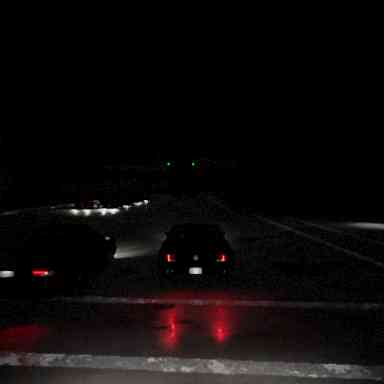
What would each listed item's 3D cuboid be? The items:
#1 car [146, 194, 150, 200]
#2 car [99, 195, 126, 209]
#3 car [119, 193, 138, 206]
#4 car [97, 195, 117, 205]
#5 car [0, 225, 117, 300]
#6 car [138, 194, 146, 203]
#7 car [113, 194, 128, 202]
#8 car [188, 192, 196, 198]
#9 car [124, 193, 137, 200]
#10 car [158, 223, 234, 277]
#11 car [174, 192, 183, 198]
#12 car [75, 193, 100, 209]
[{"bbox_3d":[-10.494,1.073,73.328,1.812,1.442,4.674,0,1,0],"label":"car"},{"bbox_3d":[-10.581,1.511,44.606,1.994,1.385,4.181,0,1,0],"label":"car"},{"bbox_3d":[-10.541,1.404,53.751,2.033,1.411,5.357,0,1,0],"label":"car"},{"bbox_3d":[-14.027,1.317,55.140,1.882,1.535,5.008,0,1,1],"label":"car"},{"bbox_3d":[-3.401,1.562,8.639,2.033,1.411,5.357,0,0,0],"label":"car"},{"bbox_3d":[-10.495,1.287,63.401,1.994,1.385,4.181,0,1,0],"label":"car"},{"bbox_3d":[-13.995,1.215,65.412,1.812,1.442,4.674,0,1,0],"label":"car"},{"bbox_3d":[0.007,0.838,85.882,2.128,1.511,4.902,0,1,0],"label":"car"},{"bbox_3d":[-13.994,1.040,75.785,2.033,1.411,5.357,0,1,0],"label":"car"},{"bbox_3d":[0.099,1.618,10.259,1.895,1.301,4.718,0,0,0],"label":"car"},{"bbox_3d":[-3.493,0.665,86.042,2.097,1.767,4.553,0,1,0],"label":"car"},{"bbox_3d":[-14.087,1.164,45.331,2.150,2.045,5.566,0,1,0],"label":"car"}]
